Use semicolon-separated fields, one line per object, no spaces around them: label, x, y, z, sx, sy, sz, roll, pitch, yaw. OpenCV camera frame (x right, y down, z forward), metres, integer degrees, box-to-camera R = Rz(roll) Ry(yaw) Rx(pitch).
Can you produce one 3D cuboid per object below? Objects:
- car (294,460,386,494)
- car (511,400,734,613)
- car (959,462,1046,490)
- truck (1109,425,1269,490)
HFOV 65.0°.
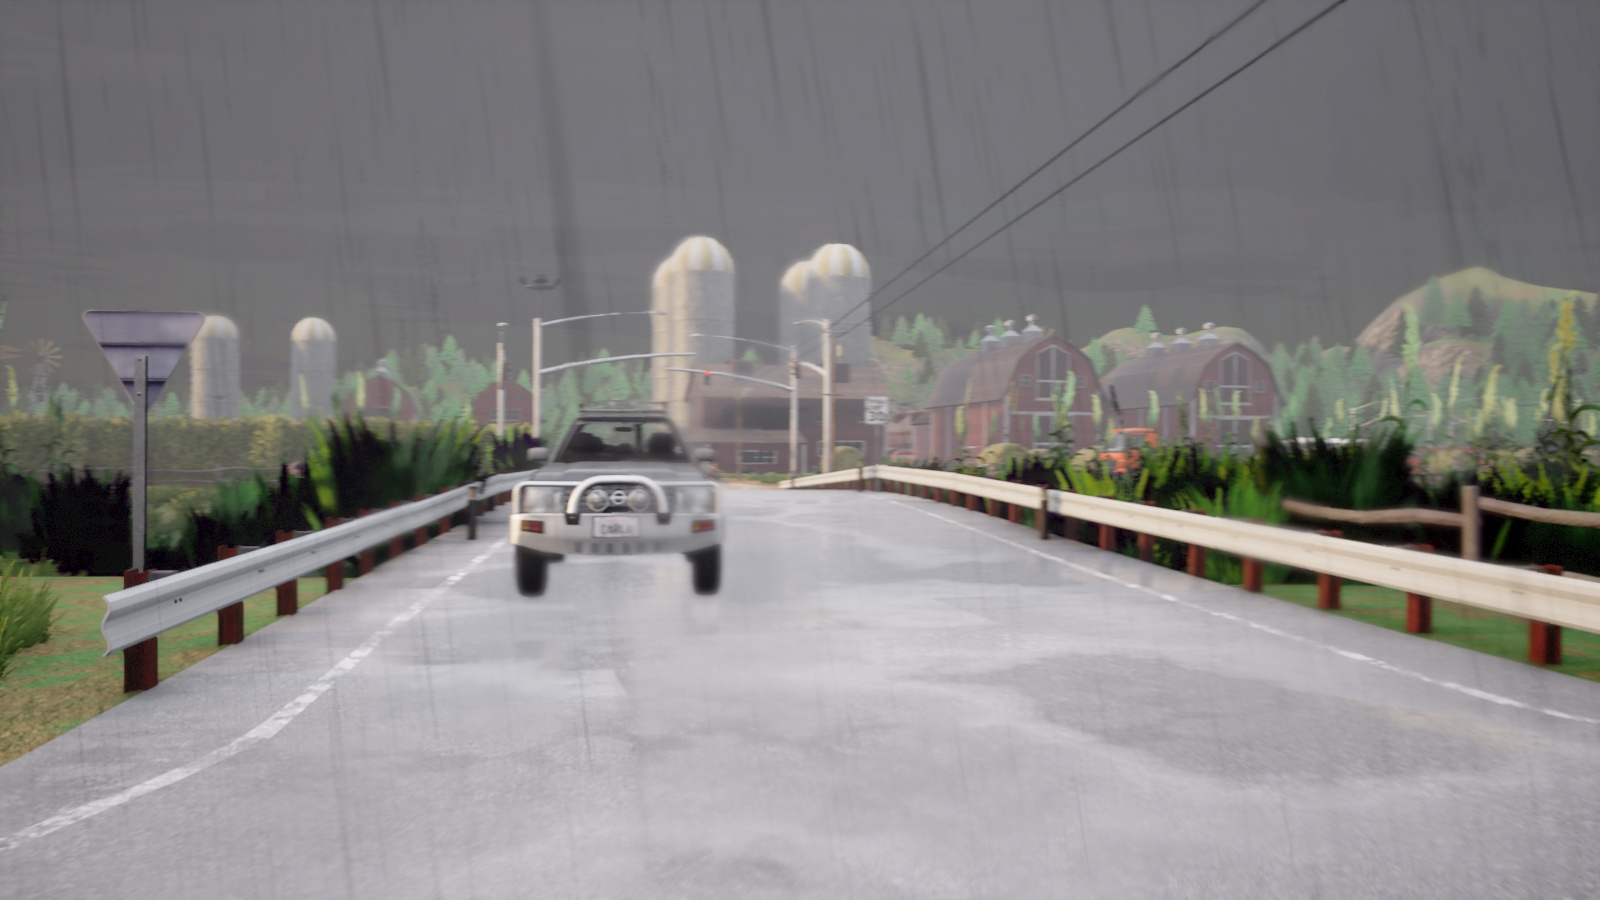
car;-22.094;1.282;60.446;3.988;1.617;1.851;0;-1;-14
car;-1.800;0.441;13.316;1.932;1.855;4.605;0;1;-6
car;10.783;1.383;66.887;4.193;1.474;1.816;0;-1;-11
truck;21.300;0.394;68.896;7.936;3.462;2.891;0;-1;-11
